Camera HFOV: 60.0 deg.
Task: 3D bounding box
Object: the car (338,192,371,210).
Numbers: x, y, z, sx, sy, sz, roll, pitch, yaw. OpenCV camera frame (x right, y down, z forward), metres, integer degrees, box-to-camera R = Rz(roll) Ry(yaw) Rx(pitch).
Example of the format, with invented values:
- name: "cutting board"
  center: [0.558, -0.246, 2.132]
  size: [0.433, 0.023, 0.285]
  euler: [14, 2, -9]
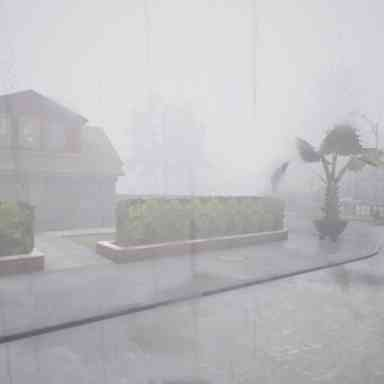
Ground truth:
- name: "car"
  center: [17.390, 0.962, 36.217]
  size: [3.866, 1.878, 1.905]
  euler: [0, 0, 0]
